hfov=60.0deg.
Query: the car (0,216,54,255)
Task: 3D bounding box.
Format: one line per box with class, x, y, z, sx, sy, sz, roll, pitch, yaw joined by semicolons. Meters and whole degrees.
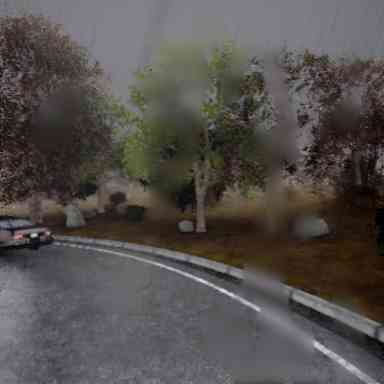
car;-8.000;1.688;13.487;5.357;1.411;2.033;-1;0;29
